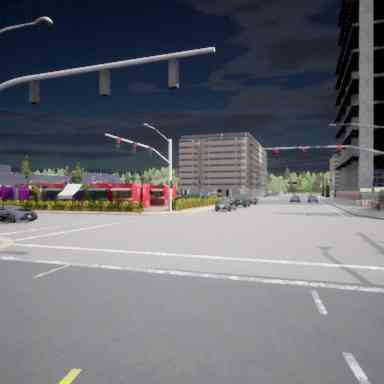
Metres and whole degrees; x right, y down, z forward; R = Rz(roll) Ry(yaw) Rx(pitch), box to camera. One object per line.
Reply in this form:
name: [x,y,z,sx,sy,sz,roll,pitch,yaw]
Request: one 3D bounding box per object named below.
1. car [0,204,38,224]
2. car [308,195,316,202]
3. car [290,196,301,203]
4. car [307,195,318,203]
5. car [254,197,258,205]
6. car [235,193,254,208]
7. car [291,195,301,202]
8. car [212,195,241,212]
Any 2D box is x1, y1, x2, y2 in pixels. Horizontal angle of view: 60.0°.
car: [-13.825,1.617,25.114,4.181,1.385,1.994,0,0,19]
car: [27.967,1.515,77.643,1.812,1.442,4.674,0,0,19]
car: [21.474,1.546,69.217,1.994,1.385,4.181,0,0,19]
car: [24.684,1.533,67.785,2.033,1.411,5.357,0,0,19]
car: [10.455,1.557,58.643,1.994,1.385,4.181,0,0,19]
car: [7.239,1.216,49.113,2.150,2.045,5.566,0,0,18]
car: [24.545,1.531,78.444,2.033,1.411,5.357,0,0,19]
car: [4.090,1.487,39.726,2.128,1.511,4.902,0,0,19]
